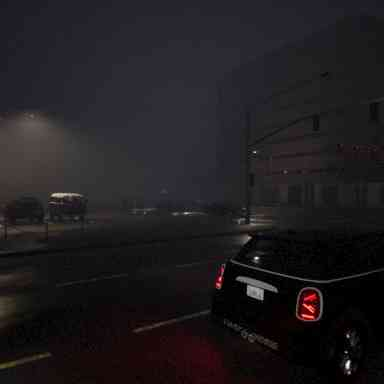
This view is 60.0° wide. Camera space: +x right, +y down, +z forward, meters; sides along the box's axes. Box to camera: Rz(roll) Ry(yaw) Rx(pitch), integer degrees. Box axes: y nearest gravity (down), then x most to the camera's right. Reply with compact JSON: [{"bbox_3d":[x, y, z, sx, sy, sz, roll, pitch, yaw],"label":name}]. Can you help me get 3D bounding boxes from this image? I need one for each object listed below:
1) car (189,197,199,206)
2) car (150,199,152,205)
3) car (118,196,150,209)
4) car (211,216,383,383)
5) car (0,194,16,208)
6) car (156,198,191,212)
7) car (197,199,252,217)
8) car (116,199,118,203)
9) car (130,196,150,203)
[{"bbox_3d":[-0.086,1.581,54.436,1.812,1.442,4.674,0,0,-35],"label":"car"},{"bbox_3d":[-8.927,1.581,60.840,1.812,1.442,4.674,0,0,-36],"label":"car"},{"bbox_3d":[-8.309,1.407,47.560,2.097,1.767,4.553,0,0,-35],"label":"car"},{"bbox_3d":[2.574,1.352,5.637,4.553,1.767,2.097,0,0,-35],"label":"car"},{"bbox_3d":[-31.741,1.209,56.446,1.932,1.855,4.605,0,0,-35],"label":"car"},{"bbox_3d":[-2.549,1.581,39.444,1.812,1.442,4.674,0,0,-36],"label":"car"},{"bbox_3d":[3.143,1.603,31.410,2.033,1.411,5.357,0,0,-35],"label":"car"},{"bbox_3d":[-13.980,1.619,67.962,1.994,1.385,4.181,0,0,-35],"label":"car"},{"bbox_3d":[-10.943,1.601,69.694,2.033,1.411,5.357,0,0,-35],"label":"car"}]
